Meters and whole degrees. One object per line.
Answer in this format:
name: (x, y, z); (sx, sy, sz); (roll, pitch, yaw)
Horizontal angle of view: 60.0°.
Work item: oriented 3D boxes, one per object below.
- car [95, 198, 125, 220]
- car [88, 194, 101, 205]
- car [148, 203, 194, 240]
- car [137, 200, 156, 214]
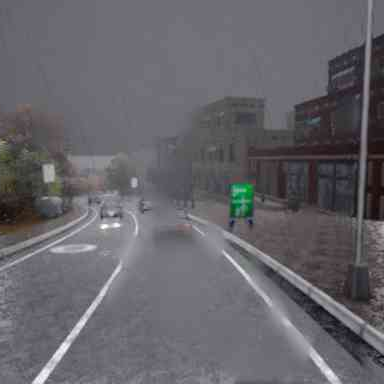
car: (-6.874, 1.550, 28.623); (2.128, 1.511, 4.902); (-1, 0, -12)
car: (-19.752, 1.505, 67.051); (2.150, 2.045, 5.566); (-2, 0, -22)
car: (-1.074, 1.521, 16.822); (2.033, 1.411, 5.357); (-1, 0, -7)
car: (-4.796, 1.530, 36.012); (2.033, 1.411, 5.357); (-2, 0, -15)
